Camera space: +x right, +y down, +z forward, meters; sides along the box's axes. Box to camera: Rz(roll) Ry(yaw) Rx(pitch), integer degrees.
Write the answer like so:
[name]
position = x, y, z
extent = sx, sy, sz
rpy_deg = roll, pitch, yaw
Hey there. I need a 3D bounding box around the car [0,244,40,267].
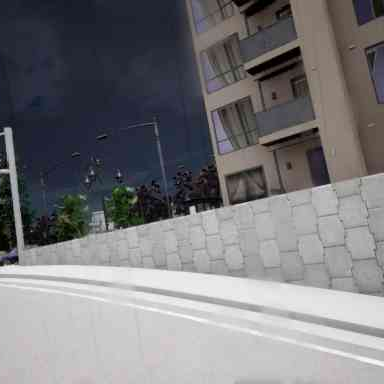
[car]
position = -15.509, 5.654, 29.607
extent = 2.097, 1.767, 4.553
rpy_deg = -15, -9, 35
